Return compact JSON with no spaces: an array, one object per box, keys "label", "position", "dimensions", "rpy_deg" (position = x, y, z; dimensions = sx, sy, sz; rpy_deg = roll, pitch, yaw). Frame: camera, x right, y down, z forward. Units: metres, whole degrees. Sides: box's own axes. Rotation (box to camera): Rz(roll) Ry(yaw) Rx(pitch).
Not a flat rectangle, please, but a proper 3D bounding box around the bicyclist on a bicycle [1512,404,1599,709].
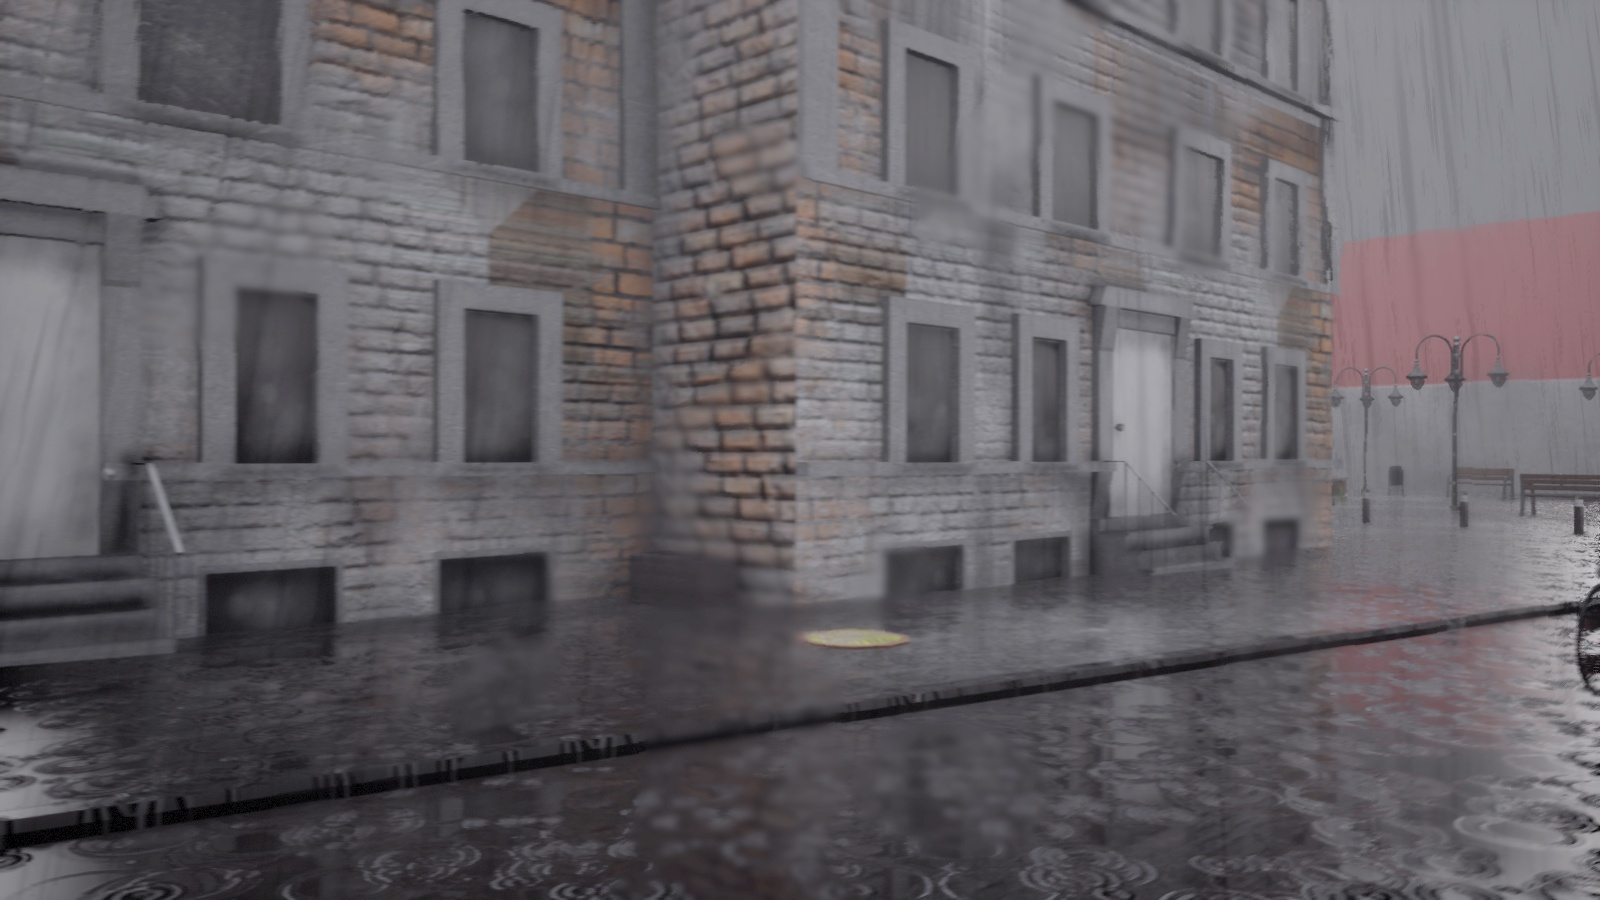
[{"label":"bicyclist on a bicycle","position":[5.320,0.624,7.972],"dimensions":[1.843,1.776,0.659],"rpy_deg":[0,0,-35]}]
